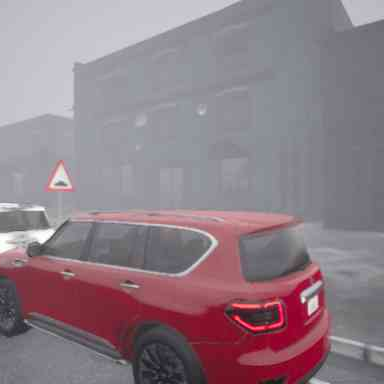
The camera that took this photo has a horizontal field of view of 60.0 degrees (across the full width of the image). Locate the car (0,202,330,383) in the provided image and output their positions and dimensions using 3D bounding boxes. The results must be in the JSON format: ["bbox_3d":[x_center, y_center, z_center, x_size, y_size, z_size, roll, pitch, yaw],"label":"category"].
[{"bbox_3d":[-0.905,1.265,5.048,5.566,2.045,2.150,0,-1,37],"label":"car"}]
